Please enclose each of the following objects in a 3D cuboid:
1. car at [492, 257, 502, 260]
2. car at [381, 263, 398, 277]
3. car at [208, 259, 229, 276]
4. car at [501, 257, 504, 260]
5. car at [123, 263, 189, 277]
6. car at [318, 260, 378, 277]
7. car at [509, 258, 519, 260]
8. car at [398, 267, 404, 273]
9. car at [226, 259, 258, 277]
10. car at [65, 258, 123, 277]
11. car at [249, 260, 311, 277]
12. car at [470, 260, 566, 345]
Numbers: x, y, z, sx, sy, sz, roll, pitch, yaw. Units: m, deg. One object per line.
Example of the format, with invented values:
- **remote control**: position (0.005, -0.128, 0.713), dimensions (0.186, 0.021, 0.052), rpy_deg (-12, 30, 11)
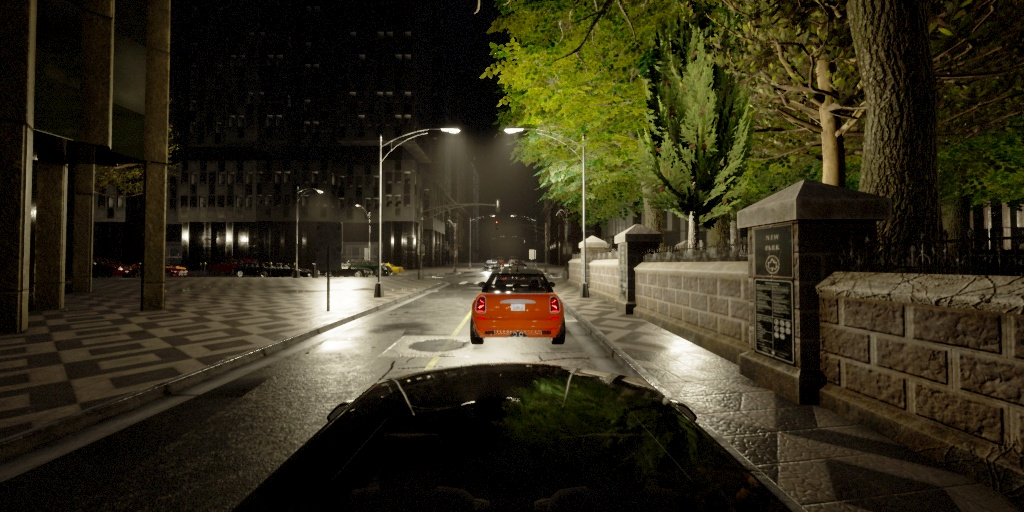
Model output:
- **car**: position (-2.873, 1.326, 50.770), dimensions (2.128, 1.511, 4.902), rpy_deg (0, 0, 0)
- **car**: position (-13.737, 1.126, 34.156), dimensions (4.553, 1.767, 2.097), rpy_deg (0, -1, 0)
- **car**: position (-30.966, 1.237, 40.172), dimensions (5.009, 1.841, 2.192), rpy_deg (0, 0, 1)
- **car**: position (-2.810, 1.371, 61.145), dimensions (1.837, 1.490, 4.892), rpy_deg (0, 0, 1)
- **car**: position (-31.045, 1.320, 31.650), dimensions (4.207, 1.307, 1.802), rpy_deg (0, 0, 1)
- **car**: position (-14.506, 1.267, 31.483), dimensions (4.403, 1.370, 2.007), rpy_deg (0, 0, 1)
- **car**: position (0.789, 1.329, 47.068), dimensions (1.837, 1.490, 4.892), rpy_deg (-1, 0, -4)
- **car**: position (-14.600, 1.426, 40.008), dimensions (4.829, 1.417, 1.751), rpy_deg (0, 0, 1)
- **car**: position (-23.882, 1.291, 34.256), dimensions (4.892, 1.490, 1.837), rpy_deg (0, -1, 0)
- **car**: position (-36.557, 1.061, 31.705), dimensions (5.009, 1.841, 2.192), rpy_deg (0, 0, 1)
- **car**: position (-20.019, 1.290, 31.539), dimensions (4.313, 1.339, 1.948), rpy_deg (0, 0, 1)
- **car**: position (0.130, 1.107, 9.707), dimensions (2.097, 1.767, 4.553), rpy_deg (0, 0, 0)
